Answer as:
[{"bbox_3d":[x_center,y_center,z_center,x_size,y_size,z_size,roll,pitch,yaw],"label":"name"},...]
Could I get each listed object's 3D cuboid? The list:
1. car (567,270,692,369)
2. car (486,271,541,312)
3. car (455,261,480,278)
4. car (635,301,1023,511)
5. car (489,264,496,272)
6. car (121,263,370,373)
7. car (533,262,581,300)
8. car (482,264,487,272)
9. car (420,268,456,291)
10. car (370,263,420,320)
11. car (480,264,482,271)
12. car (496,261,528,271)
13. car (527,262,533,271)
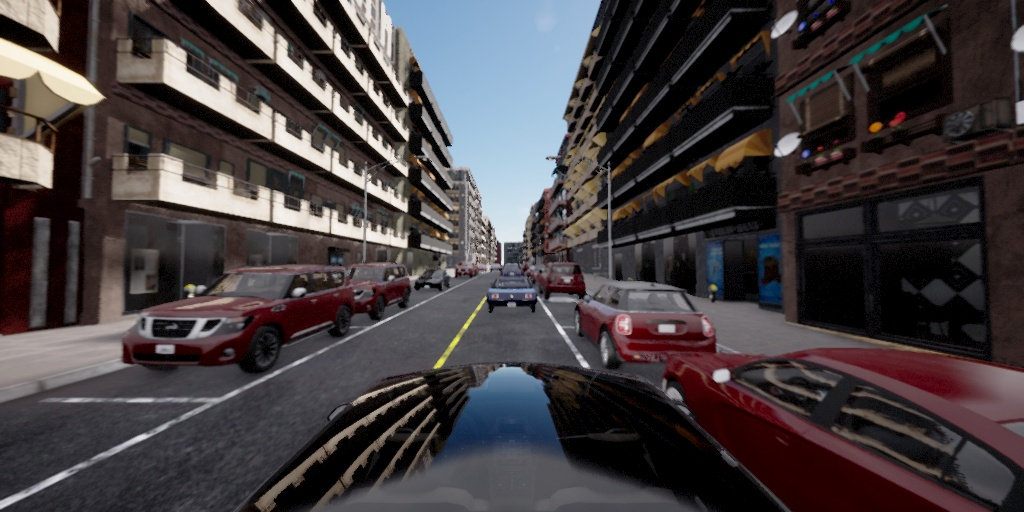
[{"bbox_3d":[2.574,1.259,7.929,1.967,1.591,4.097,0,0,0],"label":"car"},{"bbox_3d":[0.010,1.501,15.117,1.895,1.301,4.718,0,-1,0],"label":"car"},{"bbox_3d":[-5.324,1.533,41.166,2.192,1.841,5.009,0,0,0],"label":"car"},{"bbox_3d":[2.568,1.303,2.398,1.888,1.381,4.507,0,0,0],"label":"car"},{"bbox_3d":[-2.822,2.024,61.556,1.812,1.442,4.674,0,-1,0],"label":"car"},{"bbox_3d":[-5.316,1.134,7.987,2.192,1.841,5.009,0,0,0],"label":"car"},{"bbox_3d":[2.530,1.259,18.989,2.192,1.841,5.009,0,0,0],"label":"car"},{"bbox_3d":[-5.331,2.105,63.288,1.802,1.307,4.207,0,0,0],"label":"car"},{"bbox_3d":[-5.320,1.576,24.578,1.948,1.339,4.313,0,0,0],"label":"car"},{"bbox_3d":[-5.317,1.196,13.517,2.192,1.841,5.009,0,0,0],"label":"car"},{"bbox_3d":[-5.326,1.836,46.696,1.888,1.381,4.507,0,0,0],"label":"car"},{"bbox_3d":[0.009,1.432,30.310,2.097,1.767,4.553,0,-1,0],"label":"car"},{"bbox_3d":[2.527,1.517,30.051,1.967,1.591,4.097,0,0,0],"label":"car"}]
